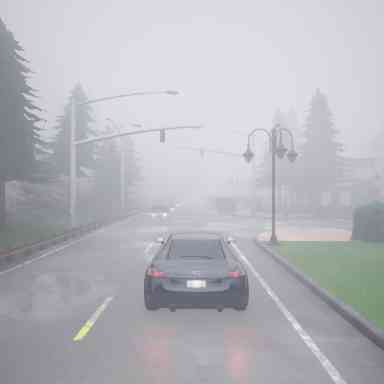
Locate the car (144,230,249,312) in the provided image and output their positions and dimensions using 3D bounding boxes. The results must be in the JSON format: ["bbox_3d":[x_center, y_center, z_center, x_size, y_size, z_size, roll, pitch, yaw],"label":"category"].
[{"bbox_3d":[0.086,1.564,7.782,1.994,1.385,4.181,0,0,0],"label":"car"}]

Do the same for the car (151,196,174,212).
[{"bbox_3d":[-3.556,1.547,38.493,2.033,1.411,5.357,0,0,0],"label":"car"}]

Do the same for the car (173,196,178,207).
[{"bbox_3d":[-3.541,1.477,48.908,1.882,1.535,5.008,0,0,0],"label":"car"}]
